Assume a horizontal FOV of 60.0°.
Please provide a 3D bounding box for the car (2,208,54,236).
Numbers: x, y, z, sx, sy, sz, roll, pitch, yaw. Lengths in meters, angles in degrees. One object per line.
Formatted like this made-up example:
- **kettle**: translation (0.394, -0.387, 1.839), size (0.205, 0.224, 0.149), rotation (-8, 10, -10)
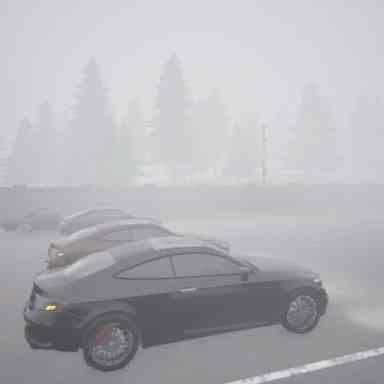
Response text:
- **car**: translation (-7.247, 1.503, 17.636), size (4.718, 1.301, 1.895), rotation (-1, 1, -20)

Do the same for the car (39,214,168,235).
- **car**: translation (-1.272, 1.452, 8.641), size (4.674, 1.442, 1.812), rotation (-1, 1, -20)

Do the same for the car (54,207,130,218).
- **car**: translation (-3.643, 1.411, 15.227), size (4.674, 1.442, 1.812), rotation (-1, 1, -20)

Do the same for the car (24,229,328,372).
- **car**: translation (-0.086, 1.472, 5.348), size (4.674, 1.442, 1.812), rotation (-1, 1, -20)
